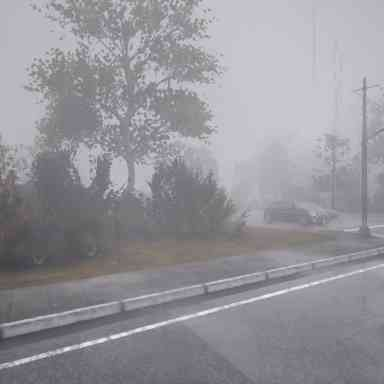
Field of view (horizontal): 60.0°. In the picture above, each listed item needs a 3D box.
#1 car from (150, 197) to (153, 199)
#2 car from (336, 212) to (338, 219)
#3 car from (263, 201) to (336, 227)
[{"bbox_3d":[-6.088,1.849,53.064,5.566,2.045,2.150,-2,-1,40],"label":"car"},{"bbox_3d":[9.241,1.594,26.915,1.837,1.490,4.892,0,-1,-42],"label":"car"},{"bbox_3d":[7.342,1.426,23.669,2.097,1.767,4.553,0,-1,-38],"label":"car"}]
